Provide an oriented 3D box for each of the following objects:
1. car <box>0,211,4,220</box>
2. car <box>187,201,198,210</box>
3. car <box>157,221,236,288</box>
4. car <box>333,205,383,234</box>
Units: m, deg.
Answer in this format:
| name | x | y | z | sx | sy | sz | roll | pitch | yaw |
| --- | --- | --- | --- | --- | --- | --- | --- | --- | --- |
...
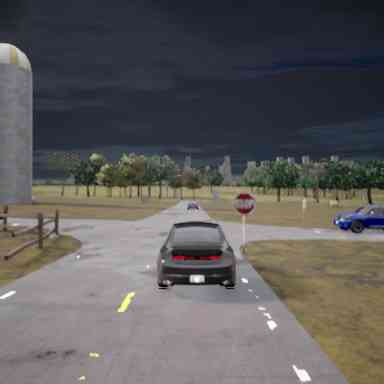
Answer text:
| name | x | y | z | sx | sy | sz | roll | pitch | yaw |
| --- | --- | --- | --- | --- | --- | --- | --- | --- | --- |
| car | -15.233 | 1.316 | 21.658 | 5.357 | 1.411 | 2.033 | 2 | 0 | 0 |
| car | 0.175 | 2.411 | 59.833 | 1.812 | 1.442 | 4.674 | 0 | -1 | 0 |
| car | 0.112 | 1.584 | 9.420 | 1.837 | 1.490 | 4.892 | 0 | 0 | 0 |
| car | 13.461 | 1.993 | 24.503 | 5.566 | 2.045 | 2.150 | 2 | 0 | -1 |
